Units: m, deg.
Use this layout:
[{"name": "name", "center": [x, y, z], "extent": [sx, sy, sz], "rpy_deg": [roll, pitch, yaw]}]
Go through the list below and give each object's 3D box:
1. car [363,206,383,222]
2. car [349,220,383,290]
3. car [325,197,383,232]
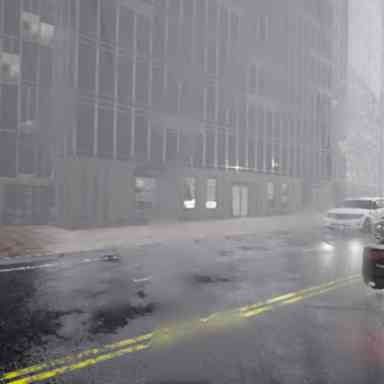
[{"name": "car", "center": [10.695, 1.601, 16.329], "extent": [4.902, 1.511, 2.128], "rpy_deg": [0, 0, -40]}, {"name": "car", "center": [6.073, 1.537, 8.125], "extent": [5.008, 1.535, 1.882], "rpy_deg": [0, 0, -38]}, {"name": "car", "center": [10.264, 1.342, 20.196], "extent": [5.566, 2.045, 2.150], "rpy_deg": [0, 0, -41]}]
